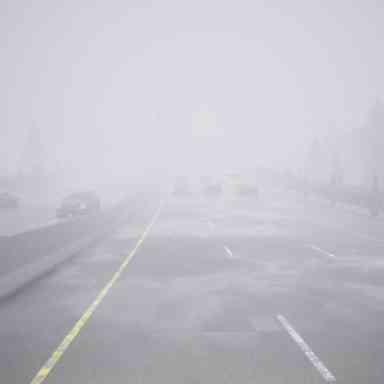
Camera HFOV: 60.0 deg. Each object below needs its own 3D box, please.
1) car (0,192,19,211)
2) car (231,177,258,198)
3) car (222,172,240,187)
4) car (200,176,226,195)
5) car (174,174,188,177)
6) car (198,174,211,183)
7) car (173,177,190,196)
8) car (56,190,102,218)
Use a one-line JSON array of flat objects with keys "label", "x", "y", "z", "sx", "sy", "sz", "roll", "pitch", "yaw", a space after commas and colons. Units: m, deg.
[{"label": "car", "x": -14.852, "y": 0.793, "z": 25.126, "sx": 1.812, "sy": 1.442, "sz": 4.674, "roll": 0, "pitch": 4, "yaw": -2}, {"label": "car", "x": 5.899, "y": -0.336, "z": 36.468, "sx": 1.882, "sy": 1.535, "sz": 5.008, "roll": 0, "pitch": 7, "yaw": -2}, {"label": "car", "x": 5.492, "y": -1.845, "z": 46.457, "sx": 2.150, "sy": 2.045, "sz": 5.566, "roll": 0, "pitch": 7, "yaw": -2}, {"label": "car", "x": 2.344, "y": -0.570, "z": 38.254, "sx": 1.882, "sy": 1.535, "sz": 5.008, "roll": 0, "pitch": 7, "yaw": -2}, {"label": "car", "x": -1.532, "y": -1.822, "z": 48.102, "sx": 1.882, "sy": 1.535, "sz": 5.008, "roll": 0, "pitch": 7, "yaw": -1}, {"label": "car", "x": 2.012, "y": -1.861, "z": 48.529, "sx": 1.882, "sy": 1.535, "sz": 5.008, "roll": 0, "pitch": 7, "yaw": -2}, {"label": "car", "x": -1.199, "y": -0.452, "z": 37.755, "sx": 2.033, "sy": 1.411, "sz": 5.357, "roll": 0, "pitch": 7, "yaw": -1}, {"label": "car", "x": -7.878, "y": 0.763, "z": 23.424, "sx": 2.097, "sy": 1.767, "sz": 4.553, "roll": 0, "pitch": 4, "yaw": -2}]
